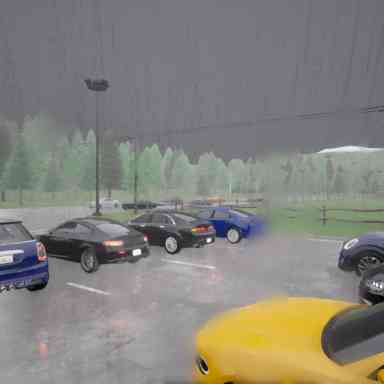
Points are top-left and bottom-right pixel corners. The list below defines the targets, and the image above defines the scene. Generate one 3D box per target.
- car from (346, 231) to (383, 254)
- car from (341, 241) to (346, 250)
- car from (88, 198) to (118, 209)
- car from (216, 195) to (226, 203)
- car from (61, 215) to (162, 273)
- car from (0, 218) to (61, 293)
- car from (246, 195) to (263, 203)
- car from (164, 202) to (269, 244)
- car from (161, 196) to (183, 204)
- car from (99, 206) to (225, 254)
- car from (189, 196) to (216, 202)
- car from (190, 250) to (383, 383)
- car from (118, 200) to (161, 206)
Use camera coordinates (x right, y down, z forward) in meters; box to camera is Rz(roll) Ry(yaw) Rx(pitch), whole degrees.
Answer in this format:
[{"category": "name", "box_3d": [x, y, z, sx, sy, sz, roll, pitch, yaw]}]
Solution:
[{"category": "car", "box_3d": [5.069, 1.492, 4.677, 4.902, 1.511, 2.128, 0, 0, 35]}, {"category": "car", "box_3d": [6.129, 1.353, 8.219, 4.553, 1.767, 2.097, 0, 0, 35]}, {"category": "car", "box_3d": [-11.996, 1.526, 45.567, 1.812, 1.442, 4.674, 0, 0, 35]}, {"category": "car", "box_3d": [5.267, 1.478, 69.125, 1.882, 1.535, 5.008, 0, 0, 36]}, {"category": "car", "box_3d": [-3.408, 1.526, 10.665, 4.674, 1.442, 1.812, 0, 0, 36]}, {"category": "car", "box_3d": [-5.400, 1.352, 7.785, 4.553, 1.767, 2.097, 0, 0, 36]}, {"category": "car", "box_3d": [12.721, 1.351, 67.489, 2.097, 1.767, 4.553, 0, 0, 36]}, {"category": "car", "box_3d": [1.164, 1.478, 15.996, 5.008, 1.535, 1.882, 0, 0, 36]}, {"category": "car", "box_3d": [-3.511, 1.507, 57.241, 1.837, 1.490, 4.892, 0, -1, 36]}, {"category": "car", "box_3d": [-1.356, 1.505, 13.502, 4.892, 1.490, 1.837, 0, 0, 36]}, {"category": "car", "box_3d": [1.302, 1.526, 51.966, 1.812, 1.442, 4.674, 0, 0, 36]}, {"category": "car", "box_3d": [2.289, 1.478, 2.362, 5.008, 1.535, 1.882, 0, 0, 35]}, {"category": "car", "box_3d": [-6.484, 1.601, 41.241, 1.895, 1.301, 4.718, 0, 0, 35]}]
